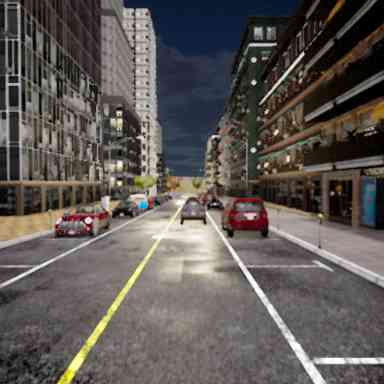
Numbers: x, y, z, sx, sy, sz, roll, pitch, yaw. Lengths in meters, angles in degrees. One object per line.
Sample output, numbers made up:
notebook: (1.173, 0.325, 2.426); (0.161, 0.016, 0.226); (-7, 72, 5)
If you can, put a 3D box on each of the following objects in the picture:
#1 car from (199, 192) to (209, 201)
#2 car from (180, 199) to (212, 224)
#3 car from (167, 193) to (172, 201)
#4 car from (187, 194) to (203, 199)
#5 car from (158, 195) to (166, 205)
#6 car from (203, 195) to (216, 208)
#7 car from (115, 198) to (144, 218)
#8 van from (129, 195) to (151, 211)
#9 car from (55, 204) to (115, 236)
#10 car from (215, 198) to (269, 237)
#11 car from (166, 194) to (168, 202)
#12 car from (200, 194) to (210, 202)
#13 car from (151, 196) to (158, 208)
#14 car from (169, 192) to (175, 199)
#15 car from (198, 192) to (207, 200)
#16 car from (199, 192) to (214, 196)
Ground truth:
car: (2.649, 1.033, 74.508); (2.192, 1.841, 5.009); (-1, 0, 0)
car: (0.092, 1.458, 24.156); (2.033, 1.411, 5.357); (0, 0, 0)
car: (-5.691, 1.323, 68.931); (1.802, 1.307, 4.206); (-1, 0, 0)
car: (0.088, 1.352, 41.718); (1.837, 1.490, 4.892); (0, 1, 0)
car: (-5.686, 1.374, 51.837); (1.947, 1.339, 4.313); (-1, 0, 0)
car: (2.664, 1.417, 40.318); (1.947, 1.339, 4.313); (-1, 0, 0)
car: (-5.680, 1.458, 29.046); (1.947, 1.339, 4.313); (-1, 0, 0)
van: (-5.686, 1.213, 34.743); (1.690, 1.788, 3.998); (-1, 0, 0)
car: (-5.680, 1.375, 17.650); (1.967, 1.590, 4.097); (-1, 0, 0)
car: (2.665, 1.251, 17.526); (2.192, 1.841, 5.009); (-1, 0, 0)
car: (-5.688, 1.352, 57.535); (1.947, 1.339, 4.313); (-1, 0, 0)
car: (2.654, 1.182, 68.808); (1.967, 1.590, 4.097); (-1, 0, 0)
car: (-5.684, 1.395, 40.441); (1.887, 1.381, 4.507); (-1, 0, 0)
car: (-5.703, 1.259, 80.326); (1.947, 1.339, 4.313); (-1, 0, 0)
car: (2.647, 0.984, 85.903); (2.192, 1.841, 5.009); (-1, 0, 0)
car: (2.655, 1.124, 51.713); (2.192, 1.841, 5.009); (-1, 0, 0)
